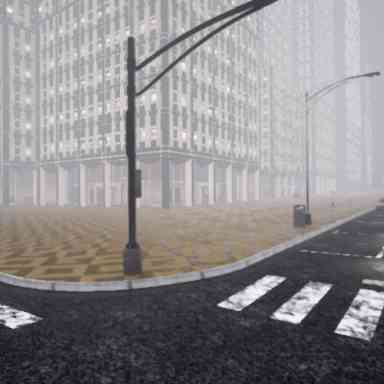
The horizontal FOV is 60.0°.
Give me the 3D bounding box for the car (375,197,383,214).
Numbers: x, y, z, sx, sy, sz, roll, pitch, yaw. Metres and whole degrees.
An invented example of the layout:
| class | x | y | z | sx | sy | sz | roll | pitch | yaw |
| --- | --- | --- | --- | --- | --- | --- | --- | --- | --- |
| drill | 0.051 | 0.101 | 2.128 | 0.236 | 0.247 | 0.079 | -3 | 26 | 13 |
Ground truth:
| class | x | y | z | sx | sy | sz | roll | pitch | yaw |
| --- | --- | --- | --- | --- | --- | --- | --- | --- | --- |
| car | 15.995 | 1.034 | 26.865 | 1.947 | 1.339 | 4.313 | 1 | 1 | 35 |
